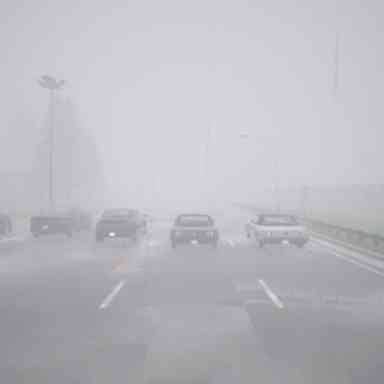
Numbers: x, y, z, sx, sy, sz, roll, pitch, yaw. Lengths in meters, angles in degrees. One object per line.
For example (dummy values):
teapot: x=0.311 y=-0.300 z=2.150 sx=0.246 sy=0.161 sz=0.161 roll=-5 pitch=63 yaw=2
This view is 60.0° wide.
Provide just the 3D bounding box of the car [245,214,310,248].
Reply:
car: x=3.595 y=1.632 z=14.982 sx=1.895 sy=1.301 sz=4.718 roll=0 pitch=0 yaw=0

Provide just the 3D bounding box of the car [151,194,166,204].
car: x=-6.997 y=1.352 z=67.902 sx=2.150 sy=2.045 sz=5.566 roll=0 pitch=0 yaw=0

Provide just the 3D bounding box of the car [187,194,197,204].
car: x=0.003 y=1.630 z=67.871 sx=1.837 sy=1.490 sz=4.892 roll=0 pitch=0 yaw=0

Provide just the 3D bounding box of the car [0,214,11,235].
car: x=-10.785 y=1.387 z=16.302 sx=2.097 sy=1.767 sz=4.553 roll=0 pitch=0 yaw=-4

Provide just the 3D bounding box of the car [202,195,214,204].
car: x=3.503 y=1.629 z=67.870 sx=1.837 sy=1.490 sz=4.892 roll=0 pitch=0 yaw=0

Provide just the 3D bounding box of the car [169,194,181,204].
car: x=-3.497 y=1.356 z=67.901 sx=2.150 sy=2.045 sz=5.566 roll=0 pitch=0 yaw=0

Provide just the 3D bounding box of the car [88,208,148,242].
car: x=-3.404 y=1.540 z=16.599 sx=1.837 sy=1.490 sz=4.892 roll=0 pitch=0 yaw=0

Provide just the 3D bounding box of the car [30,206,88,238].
car: x=-6.903 y=1.516 z=18.138 sx=1.882 sy=1.535 sz=5.008 roll=0 pitch=0 yaw=0

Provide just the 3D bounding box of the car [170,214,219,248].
car: x=0.095 y=1.632 z=14.973 sx=1.895 sy=1.301 sz=4.718 roll=0 pitch=0 yaw=0

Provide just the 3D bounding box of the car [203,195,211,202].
car: x=3.504 y=1.576 z=78.295 sx=1.837 sy=1.490 sz=4.892 roll=0 pitch=0 yaw=0

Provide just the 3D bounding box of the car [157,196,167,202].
car: x=-6.996 y=1.645 z=77.492 sx=1.895 sy=1.301 sz=4.718 roll=0 pitch=0 yaw=0
